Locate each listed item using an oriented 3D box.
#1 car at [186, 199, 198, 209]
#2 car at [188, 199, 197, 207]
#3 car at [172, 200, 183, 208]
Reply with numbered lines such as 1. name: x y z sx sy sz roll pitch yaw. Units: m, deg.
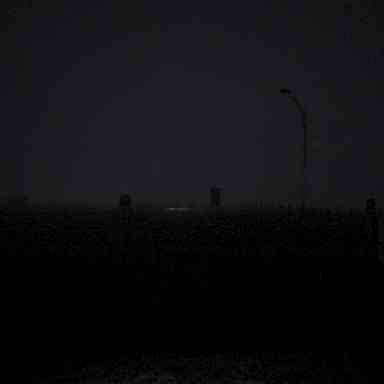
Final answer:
1. car: 0.046 2.281 59.483 1.812 1.442 4.674 0 -1 0
2. car: 0.054 2.216 69.491 1.837 1.490 4.892 0 -1 0
3. car: -2.702 2.287 63.659 1.882 1.535 5.008 0 -1 0
